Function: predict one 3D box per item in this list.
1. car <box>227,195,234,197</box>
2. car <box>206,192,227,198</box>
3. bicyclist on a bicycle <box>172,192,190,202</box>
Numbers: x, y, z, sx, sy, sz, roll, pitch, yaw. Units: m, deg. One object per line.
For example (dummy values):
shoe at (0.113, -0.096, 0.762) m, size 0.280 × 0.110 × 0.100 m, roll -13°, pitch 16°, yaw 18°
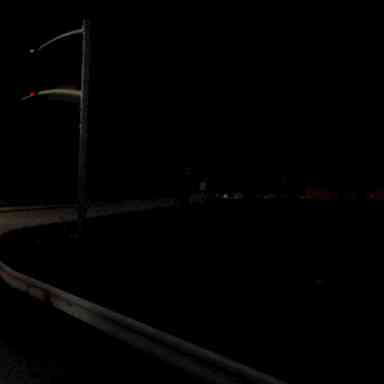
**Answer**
car at (6.739, 0.531, 63.578) m, size 1.837 × 1.490 × 4.892 m, roll 3°, pitch 1°, yaw 17°
car at (3.563, 0.639, 53.248) m, size 2.128 × 1.511 × 4.902 m, roll 3°, pitch 1°, yaw 17°
bicyclist on a bicycle at (-0.774, 0.772, 28.041) m, size 1.656 × 1.620 × 0.582 m, roll 35°, pitch 9°, yaw 12°
